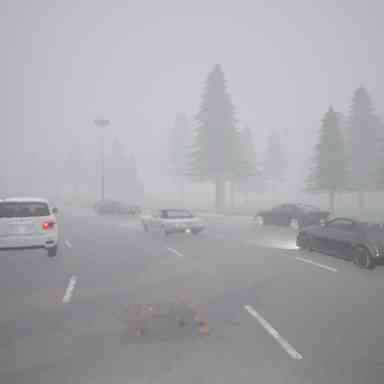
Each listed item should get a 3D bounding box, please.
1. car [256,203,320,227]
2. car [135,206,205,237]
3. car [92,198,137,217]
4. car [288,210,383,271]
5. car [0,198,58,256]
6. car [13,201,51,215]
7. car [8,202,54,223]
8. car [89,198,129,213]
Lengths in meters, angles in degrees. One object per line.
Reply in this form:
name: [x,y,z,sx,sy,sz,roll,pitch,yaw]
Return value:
car: [5.780,1.385,19.660,1.882,1.535,5.008,0,0,-26]
car: [-1.237,1.568,17.800,1.895,1.301,4.718,0,0,-28]
car: [-6.959,1.528,30.932,5.357,1.411,2.033,0,0,42]
car: [5.272,1.496,10.904,1.994,1.385,4.181,0,0,-15]
car: [-6.418,1.240,12.762,2.150,2.045,5.566,0,0,-25]
car: [-16.886,1.650,34.957,4.718,1.301,1.895,0,0,41]
car: [-13.097,1.564,26.851,4.674,1.442,1.812,-1,0,44]
car: [-9.518,1.489,37.869,4.892,1.490,1.837,0,0,41]
